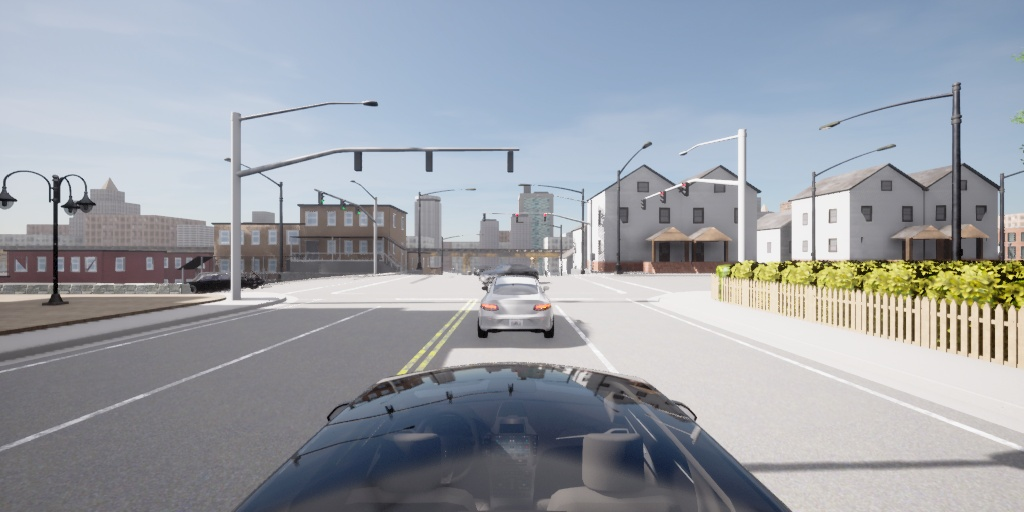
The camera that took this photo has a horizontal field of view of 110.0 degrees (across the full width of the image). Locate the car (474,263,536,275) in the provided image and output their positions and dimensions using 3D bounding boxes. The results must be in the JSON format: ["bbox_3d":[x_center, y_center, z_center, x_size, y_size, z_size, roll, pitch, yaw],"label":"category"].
[{"bbox_3d":[-0.165,1.237,24.728,4.674,1.442,1.812,0,0,-42],"label":"car"}]

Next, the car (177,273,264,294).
[{"bbox_3d":[-19.972,1.845,24.729,4.718,1.301,1.895,-4,0,-1],"label":"car"}]

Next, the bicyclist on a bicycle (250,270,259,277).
[{"bbox_3d":[-25.562,2.214,35.616,0.582,1.620,1.656,-8,0,0],"label":"bicyclist on a bicycle"}]

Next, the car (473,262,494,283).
[{"bbox_3d":[-3.512,2.162,45.275,2.150,2.045,5.566,0,-9,0],"label":"car"}]

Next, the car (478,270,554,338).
[{"bbox_3d":[0.103,1.276,10.034,1.812,1.442,4.674,0,0,0],"label":"car"}]
